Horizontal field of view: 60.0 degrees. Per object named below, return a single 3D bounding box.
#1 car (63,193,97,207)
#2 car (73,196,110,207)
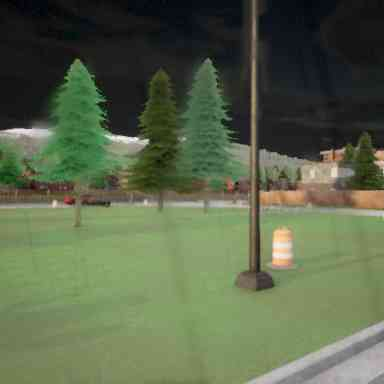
[{"bbox_3d":[-17.933,1.269,54.081,5.566,2.045,2.150,0,0,-36],"label":"car"},{"bbox_3d":[-15.328,1.655,51.531,4.718,1.301,1.895,0,0,-35],"label":"car"}]
